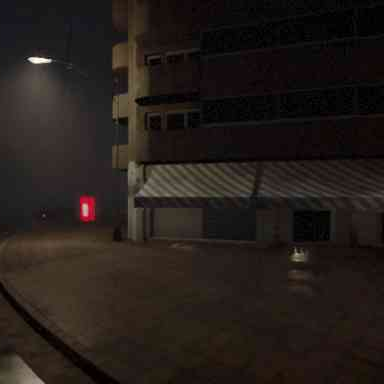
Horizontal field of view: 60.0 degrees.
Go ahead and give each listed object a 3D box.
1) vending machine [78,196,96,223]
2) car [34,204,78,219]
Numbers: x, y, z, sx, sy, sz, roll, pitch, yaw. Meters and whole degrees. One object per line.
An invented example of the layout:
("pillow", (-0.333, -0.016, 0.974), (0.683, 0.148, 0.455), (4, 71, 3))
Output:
("vending machine", (-8.336, 1.337, 26.413), (1.100, 2.100, 0.880), (0, 0, 1))
("car", (-12.615, 1.766, 31.258), (1.895, 1.301, 4.718), (0, 0, 8))
